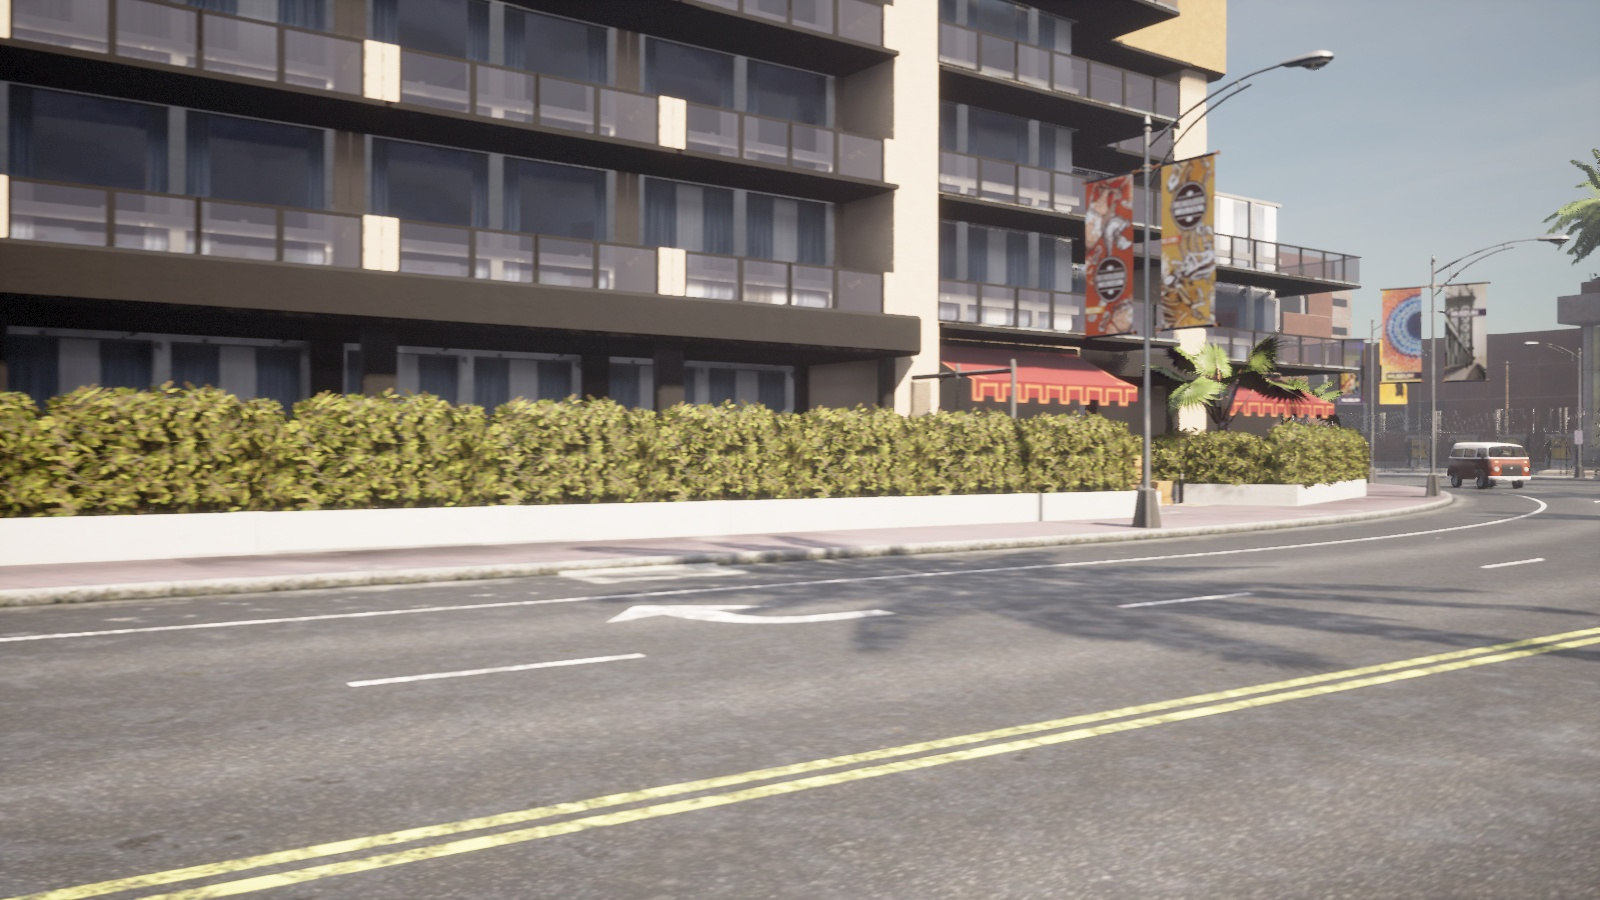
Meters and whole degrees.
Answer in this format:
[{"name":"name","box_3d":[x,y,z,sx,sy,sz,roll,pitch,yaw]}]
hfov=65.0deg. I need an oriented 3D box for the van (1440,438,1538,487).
[{"name":"van","box_3d":[30.133,0.540,55.088,2.069,2.038,4.480,0,0,4]}]
